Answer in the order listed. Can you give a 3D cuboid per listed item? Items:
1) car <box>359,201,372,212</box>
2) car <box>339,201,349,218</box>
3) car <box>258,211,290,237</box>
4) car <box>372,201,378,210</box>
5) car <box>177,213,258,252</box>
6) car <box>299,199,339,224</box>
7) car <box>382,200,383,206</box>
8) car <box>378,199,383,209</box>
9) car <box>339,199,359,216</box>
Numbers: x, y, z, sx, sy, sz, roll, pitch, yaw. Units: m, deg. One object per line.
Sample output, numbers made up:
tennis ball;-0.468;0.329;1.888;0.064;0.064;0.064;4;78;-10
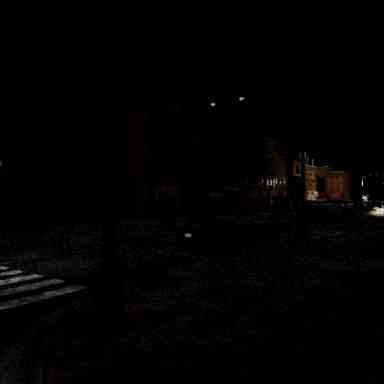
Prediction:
car;23.805;2.026;47.163;1.967;1.590;4.097;-2;-2;35
car;14.149;1.949;33.540;1.752;1.417;4.829;-2;-1;35
car;4.394;1.804;19.781;1.752;1.417;4.829;-2;-1;35
car;27.058;2.196;51.746;2.008;1.369;4.403;-2;-2;35
car;1.044;1.797;15.055;1.947;1.339;4.313;-2;-1;35
car;10.796;1.688;28.821;2.192;1.841;5.009;-2;-1;35
car;46.567;2.618;79.261;1.947;1.339;4.313;-2;-2;35
car;33.561;2.321;60.919;2.008;1.369;4.403;-2;-2;35
car;17.302;1.915;37.991;1.967;1.590;4.097;-2;-2;35
